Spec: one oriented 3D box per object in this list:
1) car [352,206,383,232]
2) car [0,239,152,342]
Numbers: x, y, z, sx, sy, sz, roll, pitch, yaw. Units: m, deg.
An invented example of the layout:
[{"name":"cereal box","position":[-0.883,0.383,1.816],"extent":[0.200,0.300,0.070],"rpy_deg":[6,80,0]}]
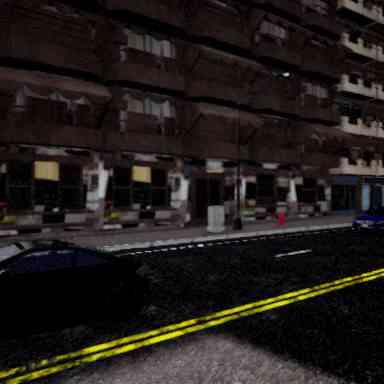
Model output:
[{"name":"car","position":[11.107,1.519,18.897],"extent":[4.674,1.442,1.812],"rpy_deg":[0,0,-33]},{"name":"car","position":[-2.802,1.547,5.638],"extent":[4.181,1.385,1.994],"rpy_deg":[0,0,-35]}]
